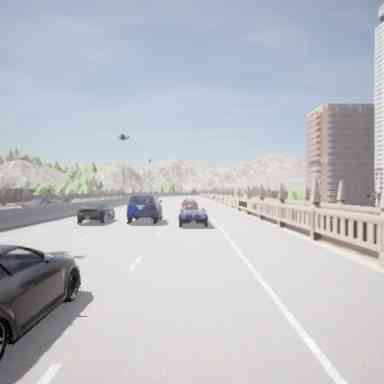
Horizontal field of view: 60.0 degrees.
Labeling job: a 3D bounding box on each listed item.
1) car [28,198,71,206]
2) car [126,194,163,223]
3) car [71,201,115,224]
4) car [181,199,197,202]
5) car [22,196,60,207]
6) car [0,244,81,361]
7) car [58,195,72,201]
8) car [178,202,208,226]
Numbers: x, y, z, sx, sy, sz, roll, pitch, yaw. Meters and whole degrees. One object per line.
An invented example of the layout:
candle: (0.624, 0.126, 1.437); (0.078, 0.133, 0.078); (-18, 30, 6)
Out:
car: (-14.308, 1.543, 33.671); (1.895, 1.301, 4.718); (0, 0, -1)
car: (-3.467, 1.179, 24.863); (2.150, 2.045, 5.566); (0, 0, -1)
car: (-6.968, 1.463, 24.496); (1.837, 1.490, 4.892); (0, 0, -1)
car: (-0.329, 1.495, 40.114); (1.994, 1.385, 4.181); (0, 0, -2)
car: (-17.934, 1.480, 39.132); (2.033, 1.411, 5.357); (0, 0, -1)
car: (-3.400, 1.554, 5.541); (1.994, 1.385, 4.181); (0, 0, 0)
car: (-21.889, 1.309, 56.055); (2.097, 1.767, 4.553); (0, 0, -2)
car: (0.059, 1.562, 22.705); (1.895, 1.301, 4.718); (0, 0, -1)
